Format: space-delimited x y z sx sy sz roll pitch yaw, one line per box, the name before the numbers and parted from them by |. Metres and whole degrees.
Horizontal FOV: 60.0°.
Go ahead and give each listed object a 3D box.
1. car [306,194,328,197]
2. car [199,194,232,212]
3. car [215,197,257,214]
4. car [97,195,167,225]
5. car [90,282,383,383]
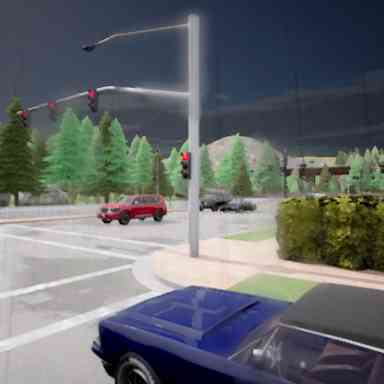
car | 13.552 1.220 35.248 2.150 2.045 5.566 0 0 38
car | 2.836 1.221 38.897 2.150 2.045 5.566 0 0 39
car | 5.156 1.545 36.201 2.033 1.411 5.357 0 0 39
car | -4.207 1.219 24.419 2.150 2.045 5.566 0 0 38
car | 1.201 1.601 3.108 4.718 1.301 1.895 0 0 36
